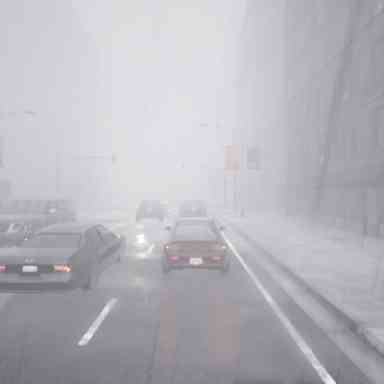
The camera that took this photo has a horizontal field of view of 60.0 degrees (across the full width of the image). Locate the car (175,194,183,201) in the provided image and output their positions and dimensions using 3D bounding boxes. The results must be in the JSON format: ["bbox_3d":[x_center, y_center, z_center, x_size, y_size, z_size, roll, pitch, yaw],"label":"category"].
[{"bbox_3d":[-3.262,1.490,85.677,1.994,1.385,4.181,0,0,0],"label":"car"}]

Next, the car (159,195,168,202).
[{"bbox_3d":[-6.511,1.482,75.961,1.812,1.442,4.674,0,0,0],"label":"car"}]

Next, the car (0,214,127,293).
[{"bbox_3d":[-3.156,1.551,9.018,2.033,1.411,5.357,0,0,0],"label":"car"}]

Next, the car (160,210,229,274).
[{"bbox_3d":[0.099,1.529,10.482,1.812,1.442,4.674,0,0,0],"label":"car"}]

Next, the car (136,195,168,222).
[{"bbox_3d":[-3.154,1.354,26.589,2.097,1.767,4.553,0,0,0],"label":"car"}]

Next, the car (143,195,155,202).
[{"bbox_3d":[-9.761,1.483,75.961,2.128,1.511,4.902,0,0,0],"label":"car"}]

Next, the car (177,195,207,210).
[{"bbox_3d":[0.096,1.354,26.711,2.097,1.767,4.553,0,0,0],"label":"car"}]

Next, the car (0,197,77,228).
[{"bbox_3d":[-6.601,1.227,13.981,2.150,2.045,5.566,0,0,0],"label":"car"}]
